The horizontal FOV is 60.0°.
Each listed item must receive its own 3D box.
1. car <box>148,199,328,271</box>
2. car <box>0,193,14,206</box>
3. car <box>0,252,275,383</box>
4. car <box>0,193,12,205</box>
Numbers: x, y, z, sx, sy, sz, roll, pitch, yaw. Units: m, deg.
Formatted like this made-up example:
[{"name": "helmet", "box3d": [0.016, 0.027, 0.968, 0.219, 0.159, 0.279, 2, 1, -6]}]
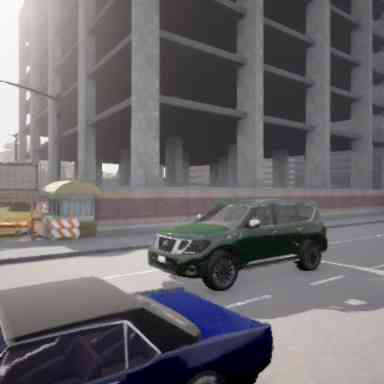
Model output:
[{"name": "car", "box3d": [1.545, 1.227, 9.386, 5.566, 2.045, 2.150, 0, 0, -35]}, {"name": "car", "box3d": [-28.736, 1.125, 49.713, 3.866, 1.878, 1.905, 0, 0, -36]}, {"name": "car", "box3d": [-1.531, 1.602, 2.898, 4.718, 1.301, 1.895, 0, 0, -36]}, {"name": "car", "box3d": [-30.461, 1.125, 52.095, 3.866, 1.878, 1.905, 0, 0, -36]}]
